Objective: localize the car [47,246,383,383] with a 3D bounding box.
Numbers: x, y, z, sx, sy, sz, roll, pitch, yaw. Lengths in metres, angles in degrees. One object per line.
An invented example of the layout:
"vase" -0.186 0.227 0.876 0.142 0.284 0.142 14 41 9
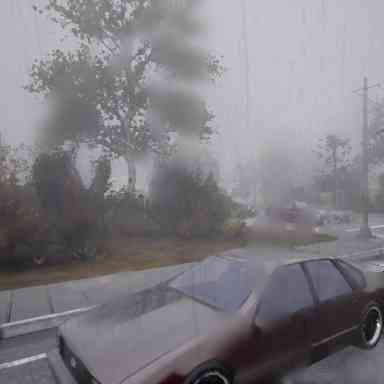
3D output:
"car" 0.970 1.547 4.681 5.357 1.411 2.033 0 0 -35

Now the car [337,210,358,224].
"car" 10.182 1.675 25.840 1.895 1.301 4.718 0 -1 -39

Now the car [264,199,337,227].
"car" 7.389 1.426 23.637 2.097 1.767 4.553 0 -1 -38

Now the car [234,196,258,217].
"car" 3.944 1.430 33.373 2.150 2.045 5.566 0 -1 -41
